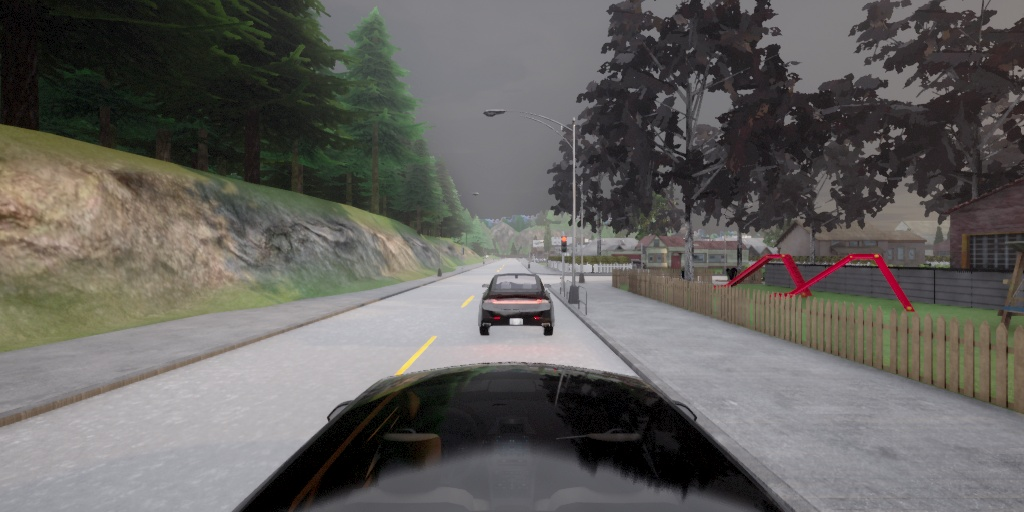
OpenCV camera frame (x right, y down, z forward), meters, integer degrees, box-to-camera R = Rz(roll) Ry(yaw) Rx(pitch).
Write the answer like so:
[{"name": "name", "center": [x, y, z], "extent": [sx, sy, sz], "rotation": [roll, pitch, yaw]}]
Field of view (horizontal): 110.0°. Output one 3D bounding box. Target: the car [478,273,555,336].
[{"name": "car", "center": [0.128, 1.242, 10.383], "extent": [2.128, 1.511, 4.902], "rotation": [0, 0, 1]}]
